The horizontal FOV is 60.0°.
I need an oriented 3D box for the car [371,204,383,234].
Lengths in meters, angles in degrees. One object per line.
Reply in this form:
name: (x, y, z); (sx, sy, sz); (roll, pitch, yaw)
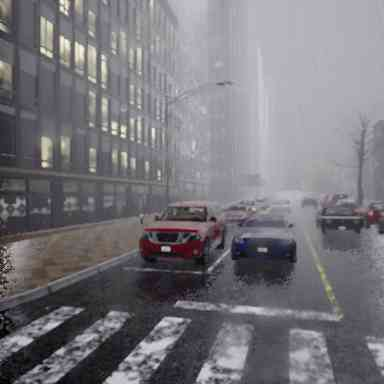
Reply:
car: (9.574, 1.400, 14.760); (1.802, 1.307, 4.206); (0, 0, 16)

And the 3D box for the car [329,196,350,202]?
car: (14.258, 1.313, 30.728); (2.008, 1.369, 4.403); (0, 0, 16)

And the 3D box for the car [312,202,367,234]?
car: (7.884, 1.450, 18.196); (1.895, 1.301, 4.718); (-1, 0, 16)

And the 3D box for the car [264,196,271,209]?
car: (7.778, 1.454, 38.408); (1.802, 1.307, 4.206); (0, 0, 16)

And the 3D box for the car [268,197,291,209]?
car: (8.818, 1.452, 32.739); (1.895, 1.301, 4.718); (-1, 0, 17)

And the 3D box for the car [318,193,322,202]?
car: (17.380, 1.035, 41.373); (2.192, 1.841, 5.009); (0, 0, 16)

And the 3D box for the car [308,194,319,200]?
car: (26.747, 1.133, 73.307); (1.947, 1.339, 4.313); (0, 0, 16)

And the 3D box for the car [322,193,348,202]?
car: (15.818, 1.057, 36.048); (2.192, 1.841, 5.009); (0, 0, 16)

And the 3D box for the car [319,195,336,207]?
car: (18.990, 1.222, 46.859); (1.752, 1.417, 4.829); (0, 0, 16)

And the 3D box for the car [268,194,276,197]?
car: (10.901, 1.372, 49.054); (1.887, 1.381, 4.507); (0, 0, 16)

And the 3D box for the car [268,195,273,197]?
car: (9.340, 1.432, 43.732); (1.802, 1.307, 4.206); (0, 0, 16)

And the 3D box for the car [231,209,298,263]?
car: (2.608, 1.486, 11.615); (1.994, 1.385, 4.181); (-1, 0, 16)

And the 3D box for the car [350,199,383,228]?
car: (11.135, 1.241, 20.084); (1.967, 1.590, 4.097); (0, 0, 16)

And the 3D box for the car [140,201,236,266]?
car: (-0.028, 1.280, 11.797); (2.192, 1.841, 5.009); (0, 0, 16)

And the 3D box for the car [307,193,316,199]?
car: (29.983, 1.035, 83.281); (1.812, 1.442, 4.674); (-1, 0, 16)

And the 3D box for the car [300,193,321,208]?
car: (14.863, 1.267, 42.152); (1.837, 1.490, 4.892); (-1, 1, 17)

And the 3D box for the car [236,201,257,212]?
car: (3.096, 1.512, 22.443); (1.802, 1.307, 4.206); (0, 0, 16)

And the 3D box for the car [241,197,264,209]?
car: (4.656, 1.352, 27.764); (1.967, 1.590, 4.097); (0, 0, 16)
